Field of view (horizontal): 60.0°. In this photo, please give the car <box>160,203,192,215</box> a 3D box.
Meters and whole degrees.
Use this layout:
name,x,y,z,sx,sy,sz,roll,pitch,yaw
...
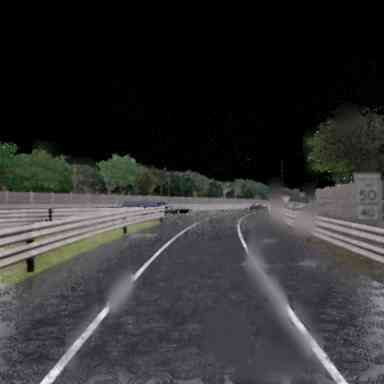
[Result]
name,x,y,z,sx,sy,sz,roll,pitch,yaw
car,-1.892,2.555,45.880,1.895,1.301,4.718,-1,-2,29

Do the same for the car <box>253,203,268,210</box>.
name,x,y,z,sx,sy,sz,roll,pitch,yaw
car,17.011,3.581,80.321,1.837,1.490,4.892,-1,-2,29

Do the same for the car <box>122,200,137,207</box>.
name,x,y,z,sx,sy,sz,roll,pitch,yaw
car,-8.021,2.240,49.267,2.150,2.045,5.566,-1,-2,29

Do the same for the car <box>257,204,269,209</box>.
name,x,y,z,sx,sy,sz,roll,pitch,yaw
car,19.909,3.970,92.876,1.837,1.490,4.892,-1,-2,29

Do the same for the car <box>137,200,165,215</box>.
name,x,y,z,sx,sy,sz,roll,pitch,yaw
car,-4.952,2.207,47.583,2.150,2.045,5.566,-1,-2,29
